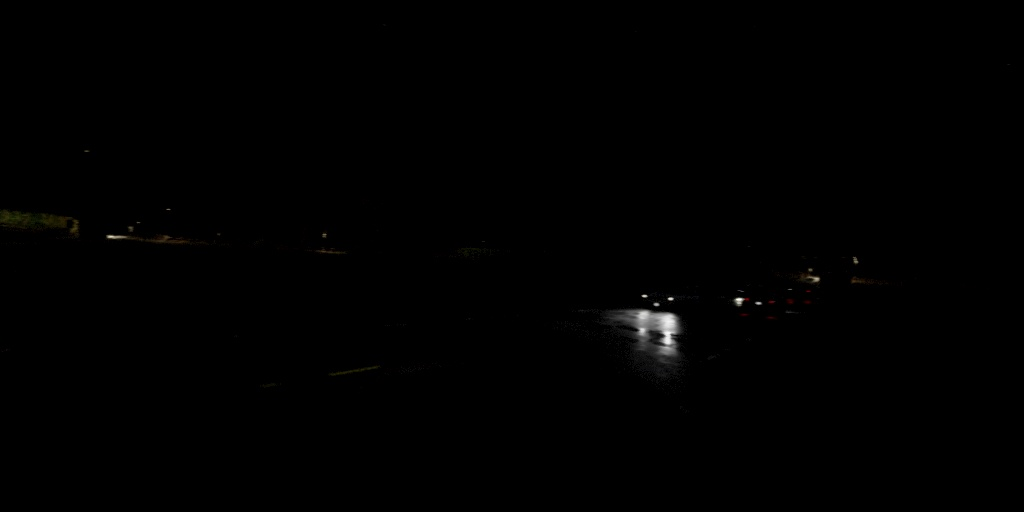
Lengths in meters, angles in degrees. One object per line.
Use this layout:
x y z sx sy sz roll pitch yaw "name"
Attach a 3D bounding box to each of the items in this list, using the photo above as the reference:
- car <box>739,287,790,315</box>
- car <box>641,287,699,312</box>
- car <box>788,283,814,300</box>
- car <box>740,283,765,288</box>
16.718 3.042 23.748 1.994 1.385 4.181 3 -2 43 "car"
9.579 2.540 21.582 1.895 1.301 4.718 3 -2 43 "car"
33.335 3.957 41.341 2.097 1.767 4.553 3 -1 44 "car"
26.304 3.711 39.166 1.882 1.535 5.008 3 -1 44 "car"
